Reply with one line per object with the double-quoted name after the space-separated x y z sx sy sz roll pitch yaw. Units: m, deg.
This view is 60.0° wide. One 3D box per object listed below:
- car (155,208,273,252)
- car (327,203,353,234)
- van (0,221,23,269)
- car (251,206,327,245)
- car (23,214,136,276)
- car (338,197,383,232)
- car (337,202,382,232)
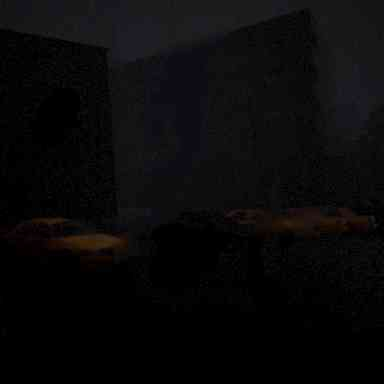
0.617 1.520 13.996 4.792 1.488 2.163 -1 -1 34 "car"
5.295 1.514 17.608 5.366 1.575 1.946 -1 -1 34 "car"
-6.613 1.272 8.723 4.442 1.987 1.878 -1 -1 35 "van"
3.172 1.493 15.654 5.366 1.575 1.946 -1 -1 34 "car"
-4.119 1.486 10.423 5.366 1.575 1.946 -1 -1 34 "car"
10.276 1.312 21.023 5.566 2.045 2.435 -1 -1 34 "car"
7.721 1.534 19.360 5.366 1.575 1.946 -1 -1 34 "car"
